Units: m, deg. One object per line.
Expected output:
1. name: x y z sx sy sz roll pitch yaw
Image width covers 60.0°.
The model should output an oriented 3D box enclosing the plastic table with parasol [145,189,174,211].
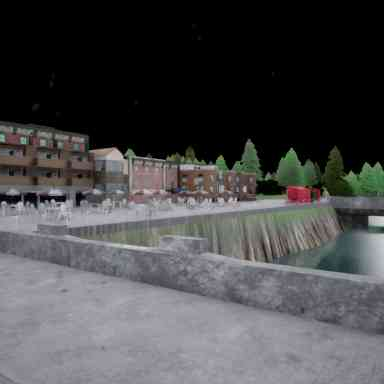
1. plastic table with parasol: -3.888 0.925 39.812 2.482 2.480 2.482 0 0 35
